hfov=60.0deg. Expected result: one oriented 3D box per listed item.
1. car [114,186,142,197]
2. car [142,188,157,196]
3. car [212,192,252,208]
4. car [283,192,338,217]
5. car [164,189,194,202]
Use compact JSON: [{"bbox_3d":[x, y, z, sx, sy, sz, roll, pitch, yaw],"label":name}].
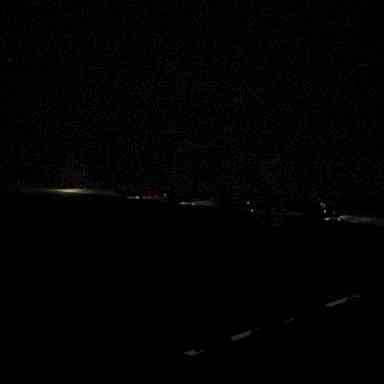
[{"bbox_3d":[-10.770,0.047,55.461,1.895,1.301,4.718,-3,4,-35],"label":"car"},{"bbox_3d":[-7.910,-0.089,56.342,1.895,1.301,4.718,-3,4,-35],"label":"car"},{"bbox_3d":[4.046,0.731,34.371,2.128,1.511,4.902,-3,4,-35],"label":"car"},{"bbox_3d":[9.374,0.898,26.860,2.097,1.767,4.553,-3,4,-35],"label":"car"},{"bbox_3d":[-1.736,0.412,42.547,1.837,1.490,4.892,-3,4,-35],"label":"car"}]
